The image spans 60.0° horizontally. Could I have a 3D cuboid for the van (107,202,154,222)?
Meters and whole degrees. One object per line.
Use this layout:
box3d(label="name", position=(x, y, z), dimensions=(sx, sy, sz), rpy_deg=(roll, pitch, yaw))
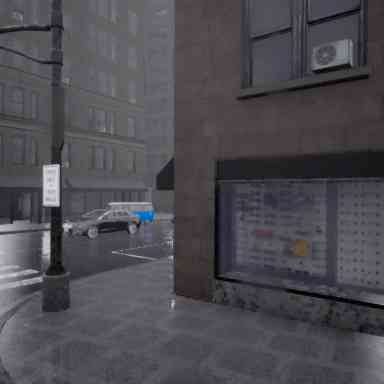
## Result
box3d(label="van", position=(-4.536, 1.636, 24.198), dimensions=(1.690, 1.788, 3.998), rpy_deg=(-1, -1, 35))

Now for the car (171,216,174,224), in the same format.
box3d(label="car", position=(0.231, 1.947, 26.477), dimensions=(1.994, 1.385, 4.181), rpy_deg=(0, -1, 36))

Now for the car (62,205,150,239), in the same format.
box3d(label="car", position=(-5.026, 1.727, 19.015), dimensions=(2.128, 1.511, 4.902), rpy_deg=(0, -1, 35))
